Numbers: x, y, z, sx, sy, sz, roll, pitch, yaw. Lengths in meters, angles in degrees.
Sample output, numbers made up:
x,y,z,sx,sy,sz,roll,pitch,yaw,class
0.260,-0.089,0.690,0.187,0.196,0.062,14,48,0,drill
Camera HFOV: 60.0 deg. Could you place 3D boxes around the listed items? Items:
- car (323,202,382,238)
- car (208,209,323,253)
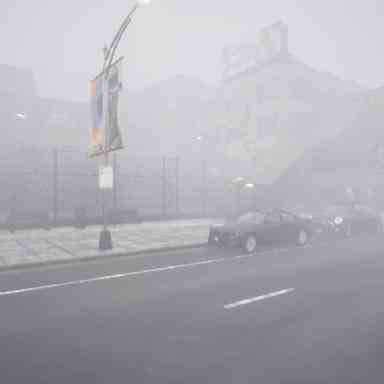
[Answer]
x,y,z,sx,sy,sz,roll,pitch,yaw,class
8.075,1.350,17.662,4.553,1.767,2.185,0,0,-36,car
2.925,1.476,13.817,5.008,1.535,2.097,0,0,-36,car
